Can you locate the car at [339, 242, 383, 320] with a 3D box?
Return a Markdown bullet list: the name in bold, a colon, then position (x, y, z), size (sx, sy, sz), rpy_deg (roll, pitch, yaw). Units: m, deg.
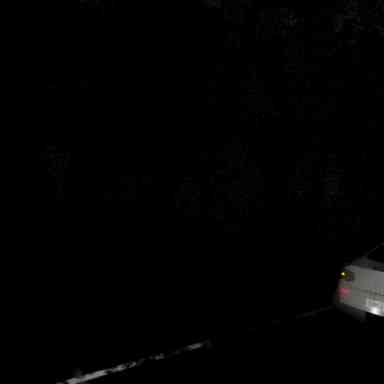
- **car**: position (4.661, 1.493, 6.205), size (4.674, 1.442, 1.812), rpy_deg (-1, 0, -33)
